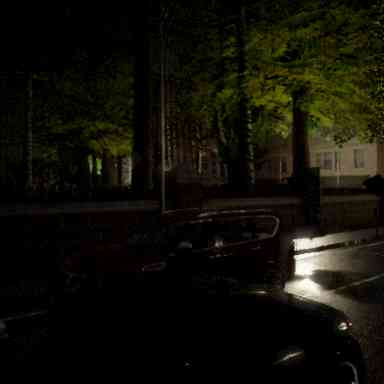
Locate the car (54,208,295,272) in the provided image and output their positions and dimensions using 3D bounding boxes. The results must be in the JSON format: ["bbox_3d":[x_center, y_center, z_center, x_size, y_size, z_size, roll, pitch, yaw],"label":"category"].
[{"bbox_3d":[-0.068,1.284,6.496,5.009,1.841,2.192,-1,0,-36],"label":"car"}]

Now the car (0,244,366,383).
[{"bbox_3d":[-0.259,1.551,3.073,4.181,1.385,1.994,-1,0,-36],"label":"car"}]
